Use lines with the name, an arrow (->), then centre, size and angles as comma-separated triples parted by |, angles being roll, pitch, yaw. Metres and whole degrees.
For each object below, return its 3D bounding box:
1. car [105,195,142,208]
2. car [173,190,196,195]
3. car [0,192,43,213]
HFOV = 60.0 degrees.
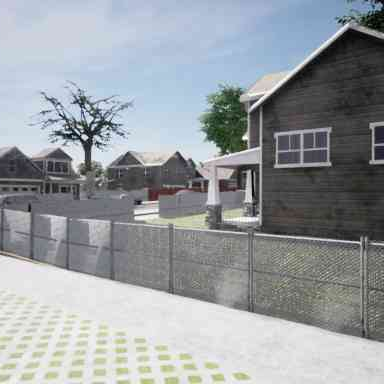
car -> -6.925, 0.925, 30.953 | 1.895, 1.301, 4.718 | 0, 2, 35
car -> -1.003, 0.522, 39.310 | 1.882, 1.535, 5.008 | 0, 2, 35
car -> -12.627, 0.948, 22.880 | 2.097, 1.767, 4.553 | 0, 2, 35
